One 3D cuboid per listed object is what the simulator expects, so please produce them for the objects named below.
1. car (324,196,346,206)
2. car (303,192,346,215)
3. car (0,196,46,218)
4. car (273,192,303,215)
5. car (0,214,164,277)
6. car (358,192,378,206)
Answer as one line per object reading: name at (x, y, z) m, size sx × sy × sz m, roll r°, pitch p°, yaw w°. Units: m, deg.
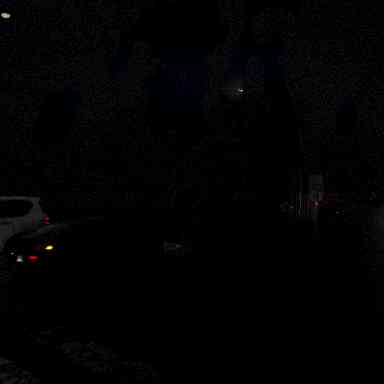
car at (19.761, 1.220, 45.853) m, size 1.895 × 1.301 × 4.718 m, roll 0°, pitch 0°, yaw 36°
car at (12.601, 1.032, 31.212) m, size 2.150 × 2.045 × 5.566 m, roll 0°, pitch 0°, yaw 36°
car at (-6.890, 1.155, 9.508) m, size 2.150 × 2.045 × 5.566 m, roll 0°, pitch 1°, yaw 36°
car at (9.777, 1.030, 32.337) m, size 2.150 × 2.045 × 5.566 m, roll 0°, pitch 0°, yaw 36°
car at (-2.858, 1.439, 10.024) m, size 1.812 × 1.442 × 4.674 m, roll 0°, pitch 1°, yaw 36°
car at (26.772, 1.095, 50.624) m, size 2.150 × 2.045 × 5.566 m, roll 0°, pitch 0°, yaw 36°
